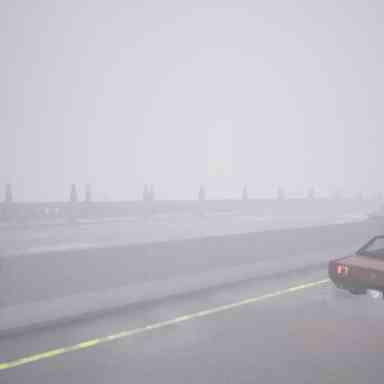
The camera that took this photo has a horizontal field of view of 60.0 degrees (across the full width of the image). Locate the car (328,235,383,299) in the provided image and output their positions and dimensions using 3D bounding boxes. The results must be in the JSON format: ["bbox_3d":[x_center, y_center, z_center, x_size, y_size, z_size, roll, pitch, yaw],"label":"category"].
[{"bbox_3d":[5.207,1.601,7.462,4.718,1.301,1.895,0,0,-36],"label":"car"}]

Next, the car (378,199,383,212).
[{"bbox_3d":[23.673,1.555,38.058,5.357,1.411,2.033,0,0,-35],"label":"car"}]

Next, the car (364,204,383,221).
[{"bbox_3d":[13.805,1.548,22.438,5.357,1.411,2.033,0,0,-35],"label":"car"}]
